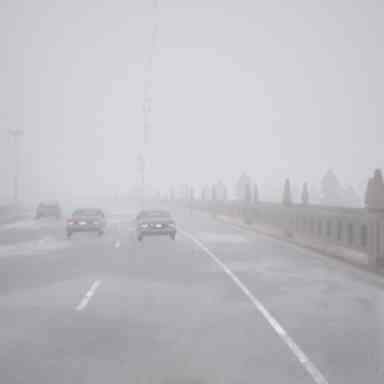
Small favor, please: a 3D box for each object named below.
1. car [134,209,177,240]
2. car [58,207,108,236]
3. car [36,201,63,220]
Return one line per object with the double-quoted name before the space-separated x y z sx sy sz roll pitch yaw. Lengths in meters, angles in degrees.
"car" -1.988 1.567 17.347 2.033 1.411 5.357 0 0 -11
"car" -5.838 1.575 18.716 2.033 1.411 5.357 0 0 -12
"car" -12.363 1.540 28.986 2.128 1.511 4.902 0 0 -19
